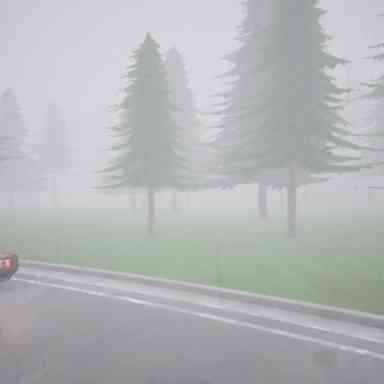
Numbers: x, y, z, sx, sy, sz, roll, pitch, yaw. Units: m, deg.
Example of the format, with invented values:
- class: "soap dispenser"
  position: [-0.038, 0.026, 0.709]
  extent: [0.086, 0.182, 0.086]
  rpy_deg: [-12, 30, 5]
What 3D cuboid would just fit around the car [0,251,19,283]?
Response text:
- class: "car"
  position: [-6.213, 1.546, 7.286]
  extent: [4.718, 1.301, 1.895]
  rpy_deg: [0, 1, 24]
